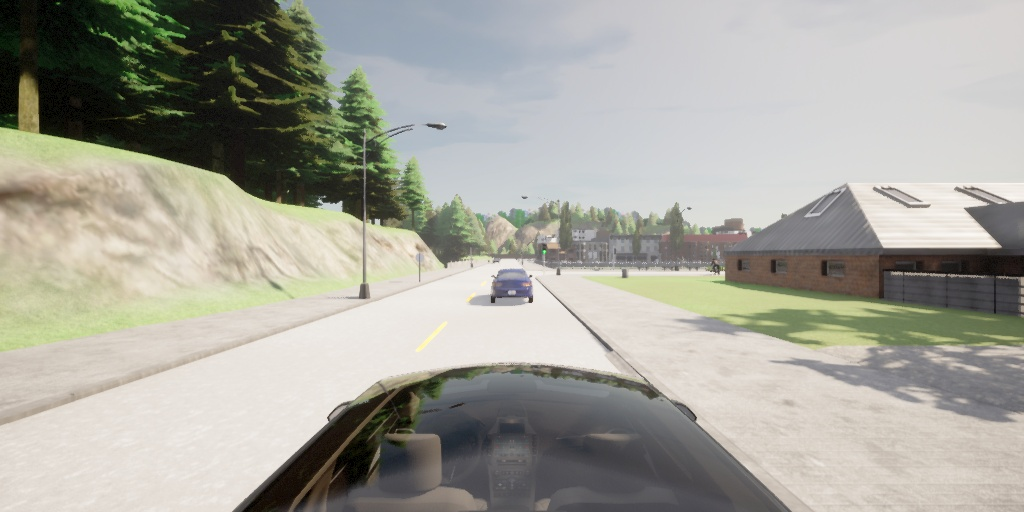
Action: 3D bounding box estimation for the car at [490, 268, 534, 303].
[{"bbox_3d":[0.000,1.282,16.500,1.812,1.442,4.674,0,0,0],"label":"car"}]

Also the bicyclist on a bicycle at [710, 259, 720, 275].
[{"bbox_3d":[20.182,1.097,35.696,0.582,1.620,1.656,0,0,0],"label":"bicyclist on a bicycle"}]
